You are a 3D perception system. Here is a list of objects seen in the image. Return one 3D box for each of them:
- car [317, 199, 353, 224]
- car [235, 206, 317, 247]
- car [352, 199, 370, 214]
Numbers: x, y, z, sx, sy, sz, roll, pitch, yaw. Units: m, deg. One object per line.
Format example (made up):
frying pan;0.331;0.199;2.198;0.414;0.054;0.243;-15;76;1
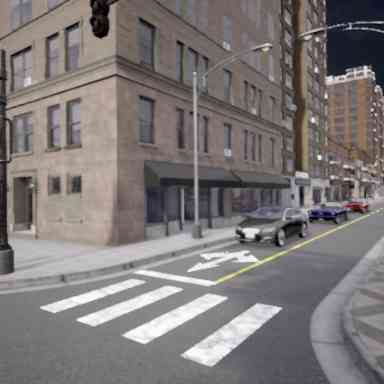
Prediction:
car;9.468;1.407;22.944;1.895;1.301;4.718;-1;0;36
car;3.628;1.395;14.750;2.128;1.511;4.902;-1;0;35
car;15.365;1.314;31.209;1.895;1.301;4.718;-1;0;36
